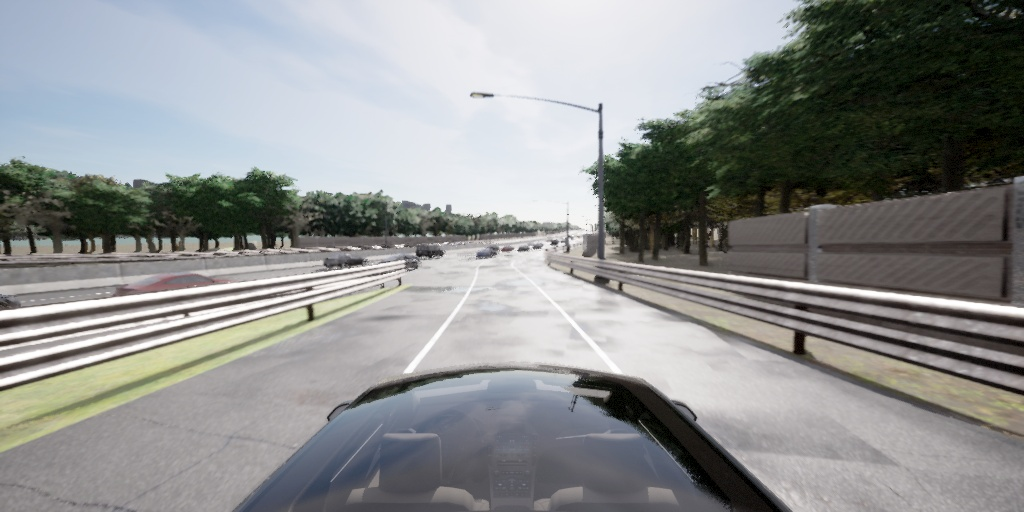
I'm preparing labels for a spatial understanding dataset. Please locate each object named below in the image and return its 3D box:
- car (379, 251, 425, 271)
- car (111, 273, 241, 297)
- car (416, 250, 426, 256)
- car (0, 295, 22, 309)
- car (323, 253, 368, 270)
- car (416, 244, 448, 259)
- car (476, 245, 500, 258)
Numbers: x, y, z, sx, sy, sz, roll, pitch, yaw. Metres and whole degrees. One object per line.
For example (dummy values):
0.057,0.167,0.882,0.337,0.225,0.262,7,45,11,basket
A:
-10.076,0.653,32.209,1.812,1.442,4.674,0,3,16,car
-14.594,1.463,16.055,1.812,1.442,4.674,1,3,16,car
-11.716,0.354,39.284,1.994,1.385,4.181,1,3,16,car
-19.459,1.680,11.603,1.994,1.385,4.181,1,3,15,car
-16.393,0.488,35.594,2.128,1.511,4.902,1,3,16,car
-11.810,-0.626,51.762,2.150,2.045,5.566,1,3,16,car
-3.755,-0.469,54.479,2.033,1.411,5.357,1,3,16,car
